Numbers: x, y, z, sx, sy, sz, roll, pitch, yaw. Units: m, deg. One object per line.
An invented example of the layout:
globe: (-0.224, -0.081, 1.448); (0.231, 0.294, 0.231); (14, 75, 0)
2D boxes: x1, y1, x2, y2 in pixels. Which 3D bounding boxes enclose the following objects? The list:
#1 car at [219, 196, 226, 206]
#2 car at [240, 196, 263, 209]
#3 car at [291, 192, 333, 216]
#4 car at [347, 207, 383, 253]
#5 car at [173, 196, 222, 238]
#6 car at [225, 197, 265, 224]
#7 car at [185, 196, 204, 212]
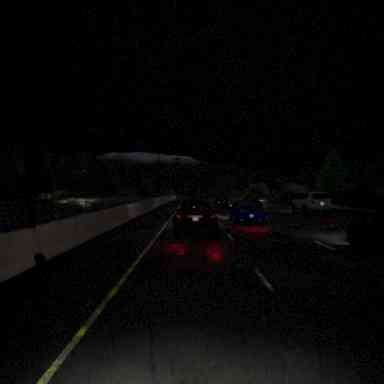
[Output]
car: (3.767, 1.240, 41.489); (2.033, 1.411, 5.357); (0, 0, 0)
car: (7.264, 1.258, 40.984); (1.994, 1.385, 4.181); (0, 0, 0)
car: (10.720, 0.995, 30.042); (2.150, 2.045, 5.566); (0, 0, 0)
car: (7.146, 1.261, 11.256); (2.097, 1.767, 4.553); (0, 0, 0)
car: (0.168, 1.218, 16.916); (2.097, 1.767, 4.553); (0, 0, 0)
car: (3.693, 1.301, 23.011); (1.882, 1.535, 5.008); (0, 1, 0)
car: (0.243, 1.239, 35.483); (1.837, 1.490, 4.892); (0, 0, 0)
